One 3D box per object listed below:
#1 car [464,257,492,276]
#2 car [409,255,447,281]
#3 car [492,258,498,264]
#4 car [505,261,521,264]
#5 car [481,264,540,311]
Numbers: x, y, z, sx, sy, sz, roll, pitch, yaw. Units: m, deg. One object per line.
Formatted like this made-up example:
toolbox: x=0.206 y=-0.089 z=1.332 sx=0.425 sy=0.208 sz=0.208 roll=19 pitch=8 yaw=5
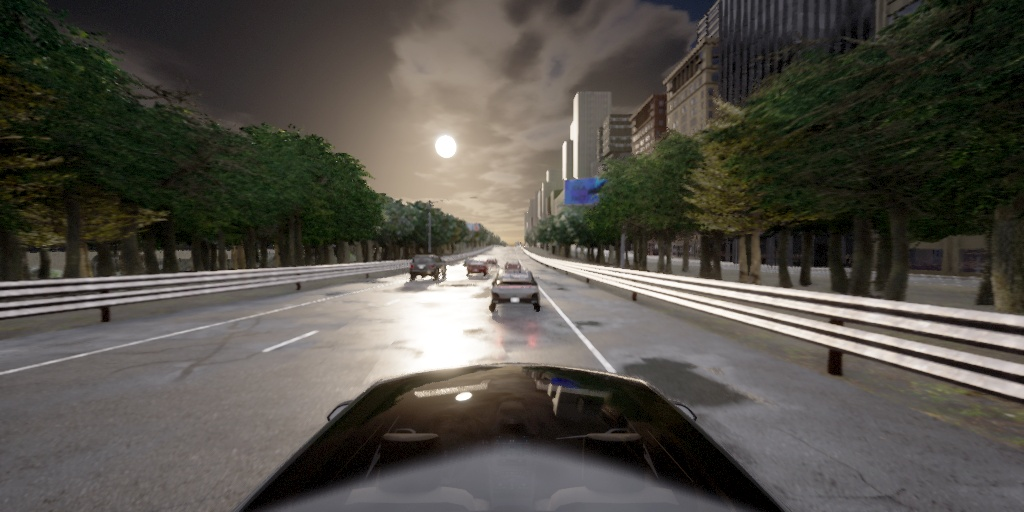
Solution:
car: x=-3.395 y=1.142 z=36.096 sx=1.882 sy=1.535 sz=5.008 roll=0 pitch=1 yaw=0
car: x=-6.894 y=0.942 z=29.971 sx=2.150 sy=2.045 sz=5.566 roll=0 pitch=0 yaw=0
car: x=-3.391 y=0.941 z=60.917 sx=1.895 sy=1.301 sz=4.718 roll=0 pitch=1 yaw=0
car: x=0.106 y=1.199 z=42.269 sx=1.895 sy=1.301 sz=4.718 roll=0 pitch=1 yaw=0
car: x=0.102 y=1.275 z=14.666 sx=2.128 sy=1.511 sz=4.902 roll=0 pitch=0 yaw=0
